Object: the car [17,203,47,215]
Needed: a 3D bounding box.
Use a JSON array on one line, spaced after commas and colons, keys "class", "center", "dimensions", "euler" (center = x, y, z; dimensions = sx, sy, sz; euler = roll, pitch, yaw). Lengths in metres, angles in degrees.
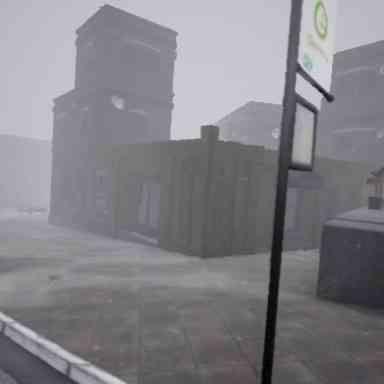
[{"class": "car", "center": [-21.474, 2.194, 44.914], "dimensions": [2.128, 1.511, 4.902], "euler": [4, -2, 6]}]
